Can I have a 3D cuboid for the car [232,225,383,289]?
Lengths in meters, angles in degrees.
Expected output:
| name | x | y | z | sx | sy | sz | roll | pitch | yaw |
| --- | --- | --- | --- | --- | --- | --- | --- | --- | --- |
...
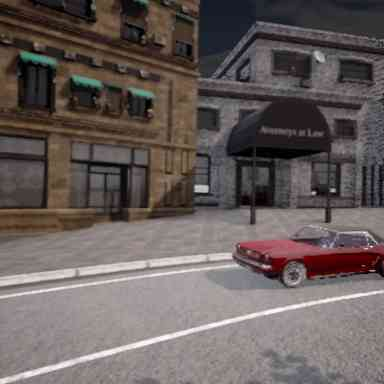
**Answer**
| name | x | y | z | sx | sy | sz | roll | pitch | yaw |
| --- | --- | --- | --- | --- | --- | --- | --- | --- | --- |
| car | 3.512 | 1.572 | 8.881 | 4.718 | 1.301 | 1.895 | 0 | 0 | -18 |
